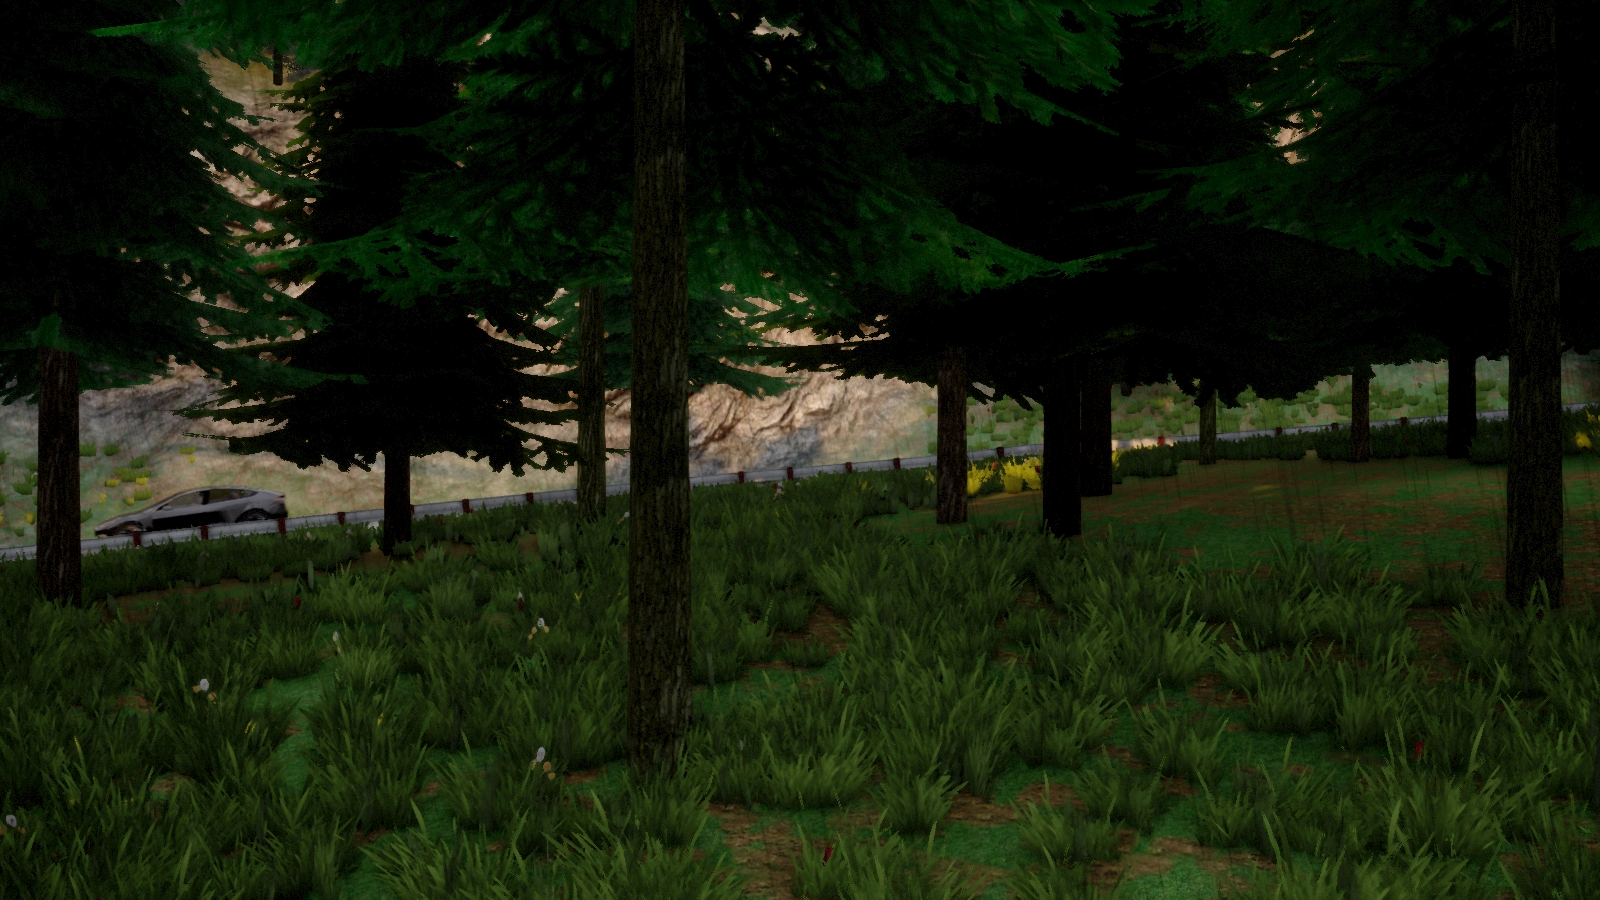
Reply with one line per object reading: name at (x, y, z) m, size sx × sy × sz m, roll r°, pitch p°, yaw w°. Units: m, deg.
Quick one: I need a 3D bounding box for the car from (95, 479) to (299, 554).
car at (-16.776, 1.782, 31.852) m, size 4.792 × 1.488 × 2.163 m, roll -5°, pitch 3°, yaw -32°
